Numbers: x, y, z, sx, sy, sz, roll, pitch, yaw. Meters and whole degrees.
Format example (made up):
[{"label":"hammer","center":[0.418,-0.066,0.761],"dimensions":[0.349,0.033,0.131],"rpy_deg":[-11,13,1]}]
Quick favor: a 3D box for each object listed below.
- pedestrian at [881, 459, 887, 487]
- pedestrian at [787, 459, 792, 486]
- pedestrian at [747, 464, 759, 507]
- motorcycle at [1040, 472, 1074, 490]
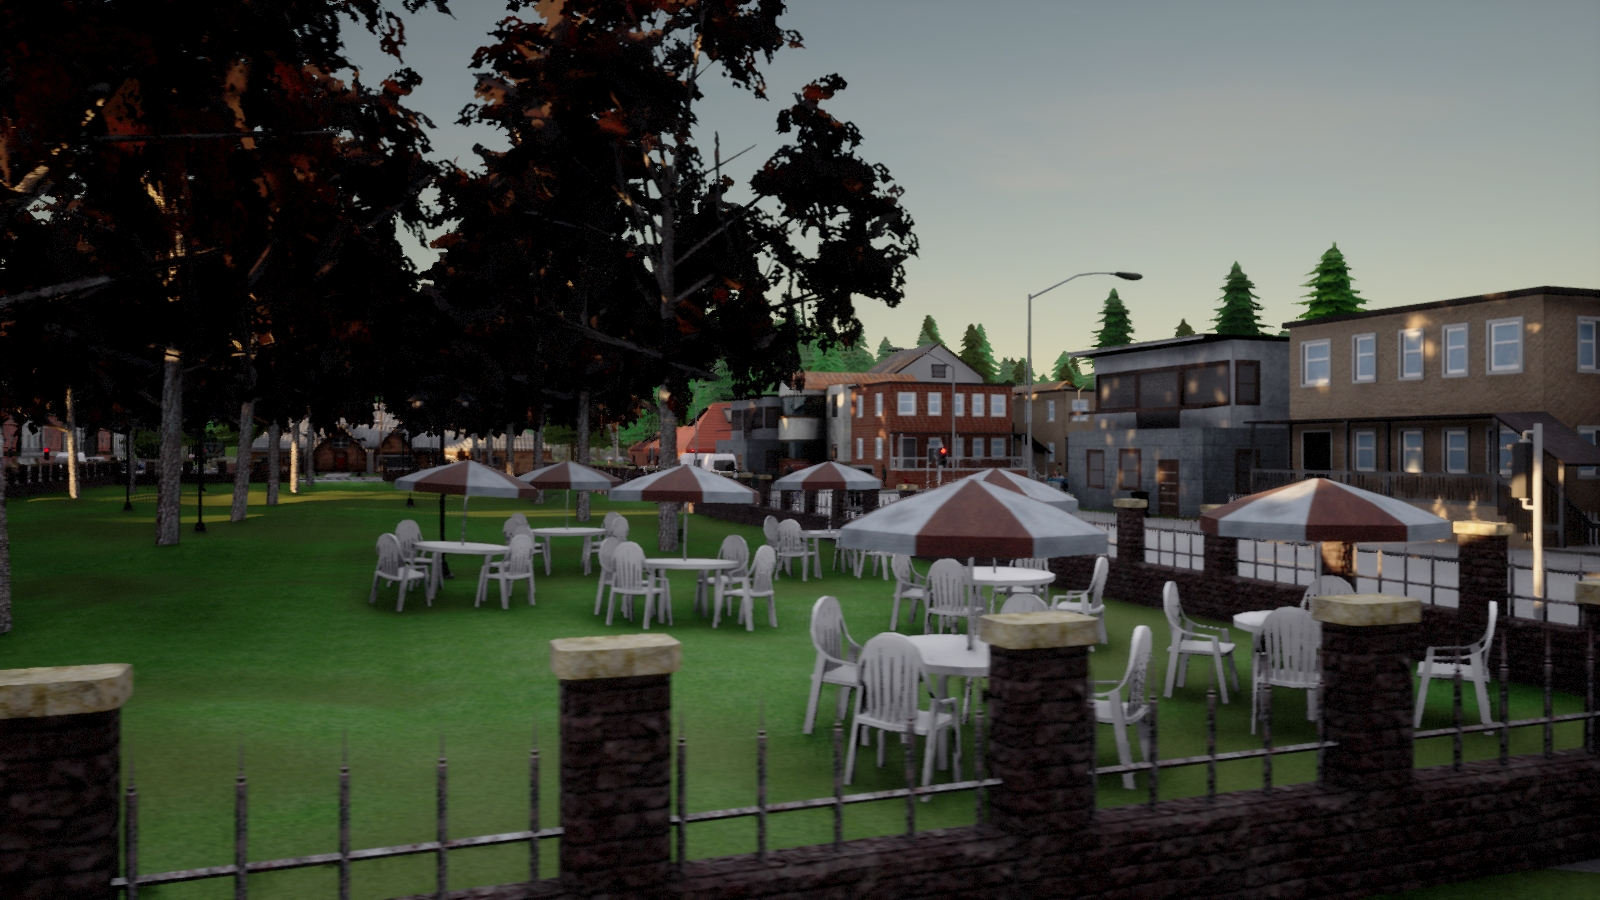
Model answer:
[{"label":"pedestrian","center":[5.662,1.536,76.737],"dimensions":[0.375,1.860,0.375],"rpy_deg":[0,0,-4]},{"label":"pedestrian","center":[-0.730,1.533,78.933],"dimensions":[0.375,1.860,0.375],"rpy_deg":[0,0,3]},{"label":"pedestrian","center":[-2.049,1.535,49.816],"dimensions":[0.375,1.860,0.375],"rpy_deg":[0,0,-27]},{"label":"motorcycle","center":[17.017,2.020,75.625],"dimensions":[2.033,1.145,0.803],"rpy_deg":[0,0,-20]}]
